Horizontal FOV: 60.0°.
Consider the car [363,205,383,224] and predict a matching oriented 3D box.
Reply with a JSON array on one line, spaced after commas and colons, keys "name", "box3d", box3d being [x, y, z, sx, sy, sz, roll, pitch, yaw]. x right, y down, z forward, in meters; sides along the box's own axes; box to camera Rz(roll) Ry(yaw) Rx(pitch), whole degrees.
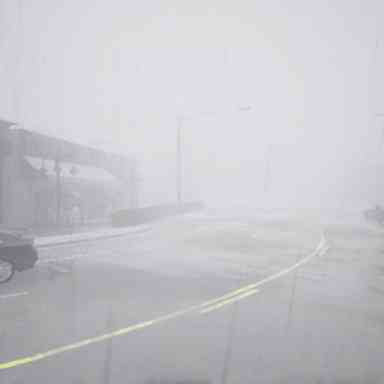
[{"name": "car", "box3d": [14.281, 1.630, 24.729, 1.895, 1.301, 4.718, 0, 0, 13]}]

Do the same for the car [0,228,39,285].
[{"name": "car", "box3d": [-6.424, 1.590, 8.128, 4.892, 1.490, 1.837, 0, 1, -37]}]
